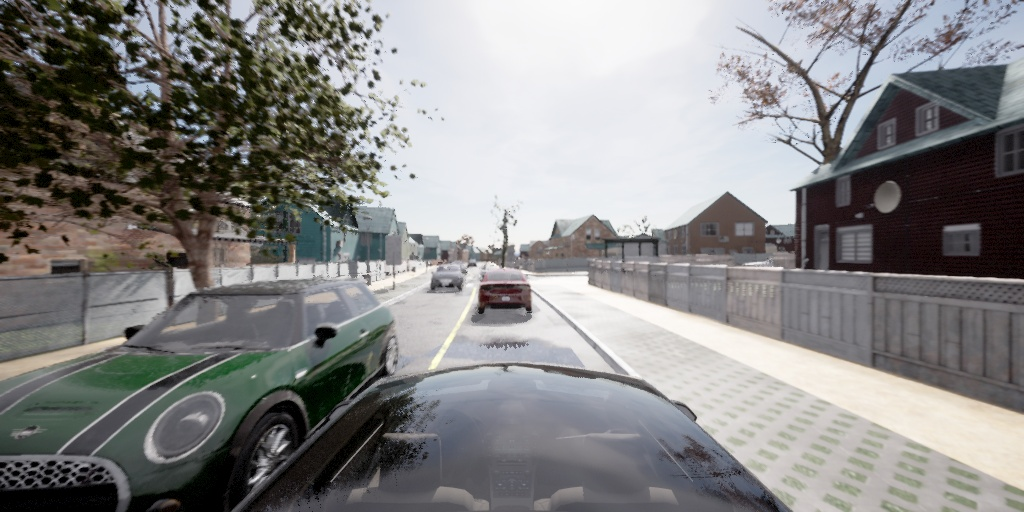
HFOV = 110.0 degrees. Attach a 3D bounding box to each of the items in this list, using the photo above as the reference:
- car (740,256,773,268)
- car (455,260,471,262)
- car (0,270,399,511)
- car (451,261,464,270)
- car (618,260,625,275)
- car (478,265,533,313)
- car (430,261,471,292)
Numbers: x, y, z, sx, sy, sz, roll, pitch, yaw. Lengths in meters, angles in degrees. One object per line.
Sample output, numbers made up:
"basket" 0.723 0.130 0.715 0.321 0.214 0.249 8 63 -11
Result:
"car" 20.284 0.725 27.637 4.674 1.442 1.812 -1 0 11
"car" -5.769 1.385 38.691 2.033 1.411 5.357 0 0 -9
"car" -2.940 1.103 4.194 2.097 1.767 4.553 0 0 -1
"car" -8.623 1.459 56.802 1.812 1.442 4.674 0 0 -9
"car" 8.845 1.011 29.855 4.674 1.442 1.812 -1 0 10
"car" -0.315 1.239 14.084 1.882 1.535 5.008 0 0 -3
"car" -3.834 1.277 21.991 2.128 1.511 4.902 0 0 -5
